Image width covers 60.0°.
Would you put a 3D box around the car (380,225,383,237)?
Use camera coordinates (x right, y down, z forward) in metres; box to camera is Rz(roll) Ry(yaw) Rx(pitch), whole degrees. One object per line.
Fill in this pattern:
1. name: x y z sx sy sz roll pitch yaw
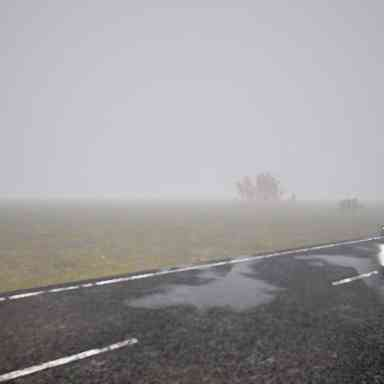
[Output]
1. car: 10.857 1.512 15.416 5.357 1.411 2.033 0 0 -35
